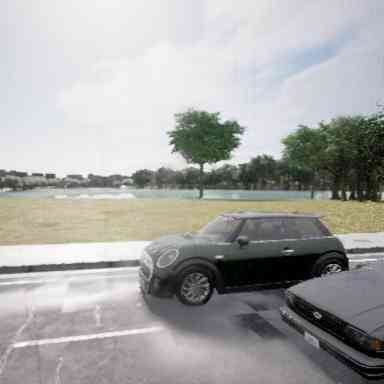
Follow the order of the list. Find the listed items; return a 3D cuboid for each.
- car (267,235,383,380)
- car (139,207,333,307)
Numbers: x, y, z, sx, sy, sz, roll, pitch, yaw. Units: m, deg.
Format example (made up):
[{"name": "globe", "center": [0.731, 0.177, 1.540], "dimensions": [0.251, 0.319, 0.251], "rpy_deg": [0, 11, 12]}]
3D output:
[{"name": "car", "center": [4.079, 1.503, 4.981], "dimensions": [5.357, 1.411, 2.033], "rpy_deg": [0, 1, -17]}, {"name": "car", "center": [1.124, 1.231, 7.484], "dimensions": [4.553, 1.767, 2.097], "rpy_deg": [0, 1, -17]}]
